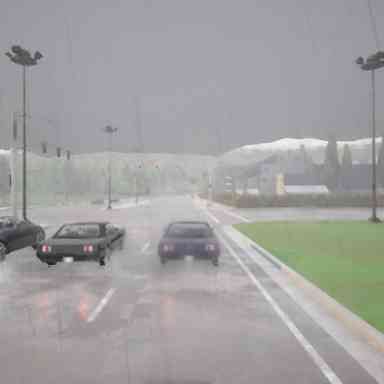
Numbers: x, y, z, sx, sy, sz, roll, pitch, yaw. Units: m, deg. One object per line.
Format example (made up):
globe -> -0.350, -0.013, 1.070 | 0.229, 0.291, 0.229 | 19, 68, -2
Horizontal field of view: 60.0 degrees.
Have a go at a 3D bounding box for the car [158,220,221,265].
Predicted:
car -> -0.109, 1.669, 11.953 | 1.895, 1.301, 4.718 | 0, 0, -1

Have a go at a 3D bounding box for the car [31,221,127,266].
car -> -3.609, 1.687, 11.863 | 1.895, 1.301, 4.718 | 0, 0, -1

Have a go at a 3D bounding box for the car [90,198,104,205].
car -> -19.709, 1.989, 69.198 | 1.837, 1.490, 4.892 | 0, 0, -1

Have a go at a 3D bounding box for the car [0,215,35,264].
car -> -7.114, 1.598, 12.182 | 2.128, 1.511, 4.902 | 0, 0, -1

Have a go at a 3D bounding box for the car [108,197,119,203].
car -> -19.930, 2.055, 84.860 | 1.882, 1.535, 5.008 | 0, 0, -1
